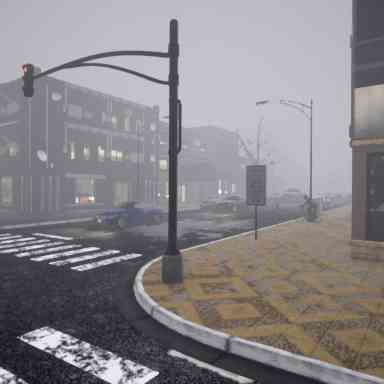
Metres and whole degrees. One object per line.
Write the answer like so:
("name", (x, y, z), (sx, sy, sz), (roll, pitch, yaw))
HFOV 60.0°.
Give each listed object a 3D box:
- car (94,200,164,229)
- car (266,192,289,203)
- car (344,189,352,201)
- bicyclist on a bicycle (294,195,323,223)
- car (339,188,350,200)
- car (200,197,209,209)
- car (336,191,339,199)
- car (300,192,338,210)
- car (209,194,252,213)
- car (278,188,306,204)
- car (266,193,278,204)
("car", (-3.609, 1.247, 19.848), (1.812, 1.442, 4.674), (1, 1, 37))
("car", (12.158, 0.766, 47.209), (1.802, 1.307, 4.206), (2, 2, 35))
("car", (25.469, 0.618, 51.649), (1.887, 1.381, 4.507), (2, 2, 35))
("bicyclist on a bicycle", (6.821, 1.003, 19.567), (1.656, 1.620, 0.582), (0, 1, 35))
("car", (24.271, 0.571, 54.515), (2.033, 1.411, 5.357), (1, 1, 36))
("car", (2.440, 1.011, 33.345), (2.008, 1.369, 4.403), (2, 2, 35))
("car", (18.587, 0.788, 46.281), (1.895, 1.301, 4.718), (1, 1, 35))
("car", (12.701, 0.993, 33.035), (2.008, 1.369, 4.403), (2, 2, 35))
("car", (3.894, 0.983, 30.685), (1.882, 1.535, 5.008), (1, 2, 35))
("car", (13.759, 0.447, 44.822), (2.150, 2.045, 5.566), (1, 1, 35))
("car", (8.917, 0.821, 42.589), (1.887, 1.381, 4.507), (2, 2, 35))
